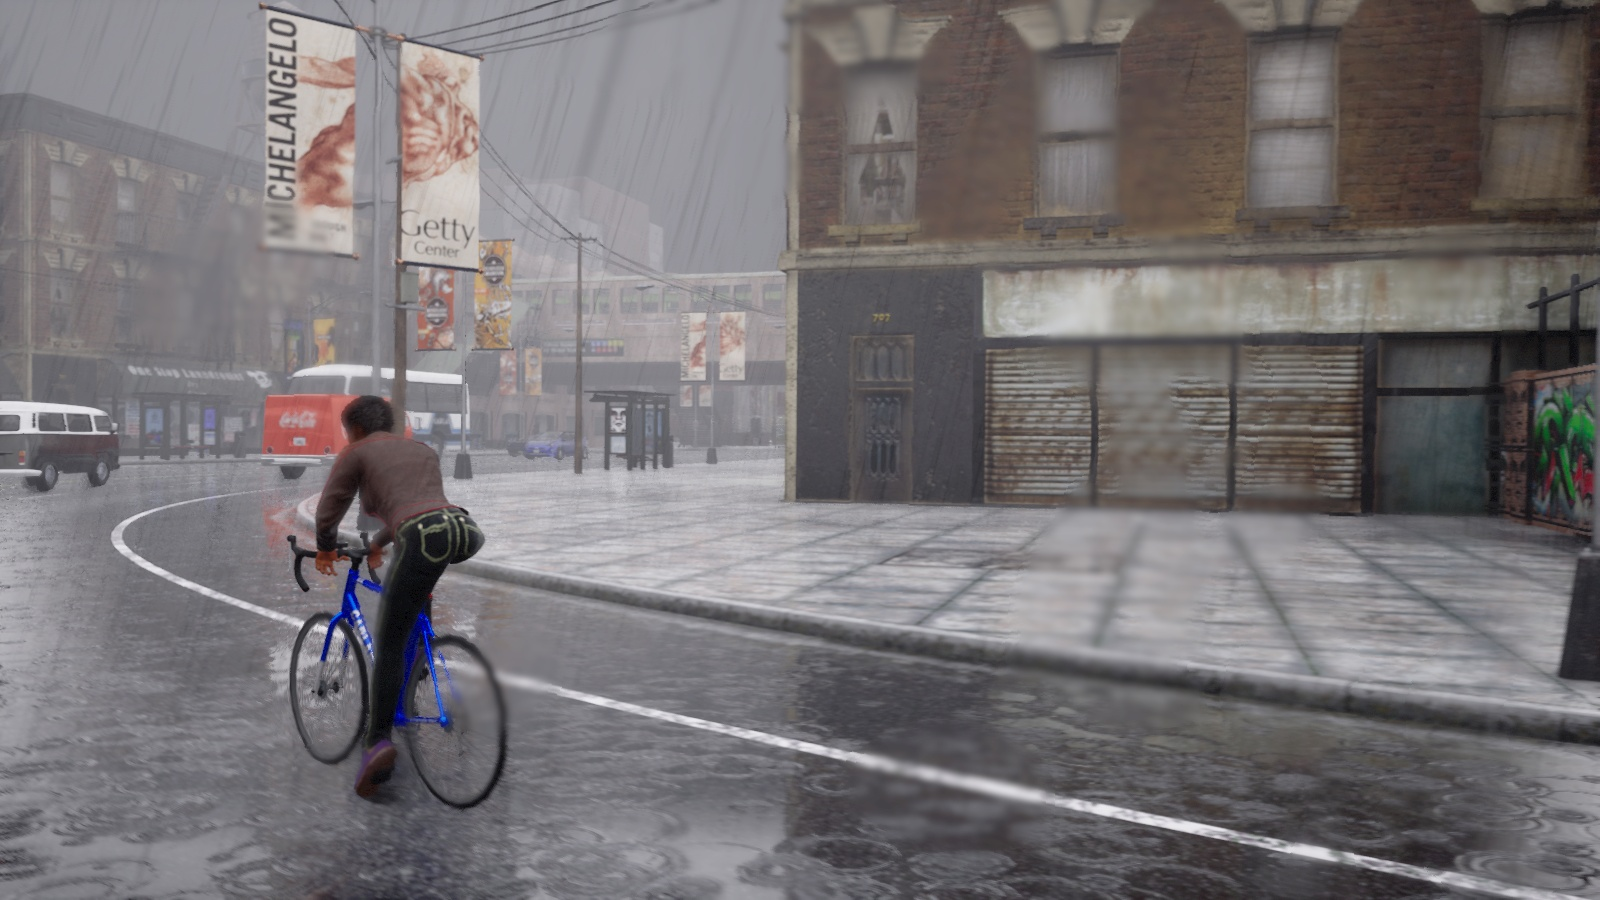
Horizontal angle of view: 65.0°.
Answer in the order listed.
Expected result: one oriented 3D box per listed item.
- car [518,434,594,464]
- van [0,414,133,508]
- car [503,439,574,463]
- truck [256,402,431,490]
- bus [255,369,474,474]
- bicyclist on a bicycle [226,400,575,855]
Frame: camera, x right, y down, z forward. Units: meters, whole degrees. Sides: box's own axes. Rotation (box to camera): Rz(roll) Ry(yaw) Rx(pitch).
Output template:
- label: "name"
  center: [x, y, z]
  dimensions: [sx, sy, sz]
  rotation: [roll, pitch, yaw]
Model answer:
- label: "car"
  center: [-12.716, -0.064, 65.619]
  dimensions: [2.007, 1.525, 4.514]
  rotation: [0, 1, 17]
- label: "van"
  center: [-17.923, 0.223, 29.740]
  dimensions: [2.069, 2.038, 4.480]
  rotation: [-1, 1, -4]
- label: "car"
  center: [-14.728, 0.036, 71.034]
  dimensions: [1.895, 1.301, 4.718]
  rotation: [0, 1, 17]
- label: "truck"
  center: [-13.652, -0.131, 37.986]
  dimensions: [2.627, 2.467, 5.204]
  rotation: [-1, 1, 11]
- label: "bus"
  center: [-19.185, -1.212, 56.384]
  dimensions: [3.944, 4.253, 10.273]
  rotation: [0, 1, 17]
- label: "bicyclist on a bicycle"
  center: [-1.704, 0.631, 5.221]
  dimensions: [1.656, 1.620, 0.582]
  rotation: [0, 0, 41]
